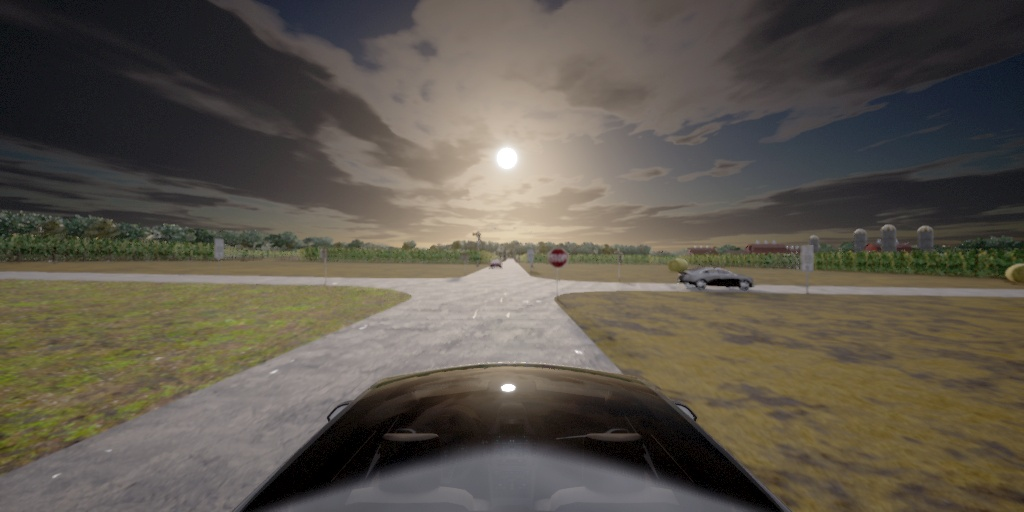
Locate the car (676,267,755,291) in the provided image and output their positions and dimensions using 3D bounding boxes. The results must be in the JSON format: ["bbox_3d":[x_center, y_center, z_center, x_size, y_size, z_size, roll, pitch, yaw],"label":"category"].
[{"bbox_3d":[13.894,1.515,24.573,4.902,1.511,2.128,1,0,0],"label":"car"}]

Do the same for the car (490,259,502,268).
[{"bbox_3d":[-2.791,1.343,62.283,1.882,1.535,5.008,0,0,1],"label":"car"}]
